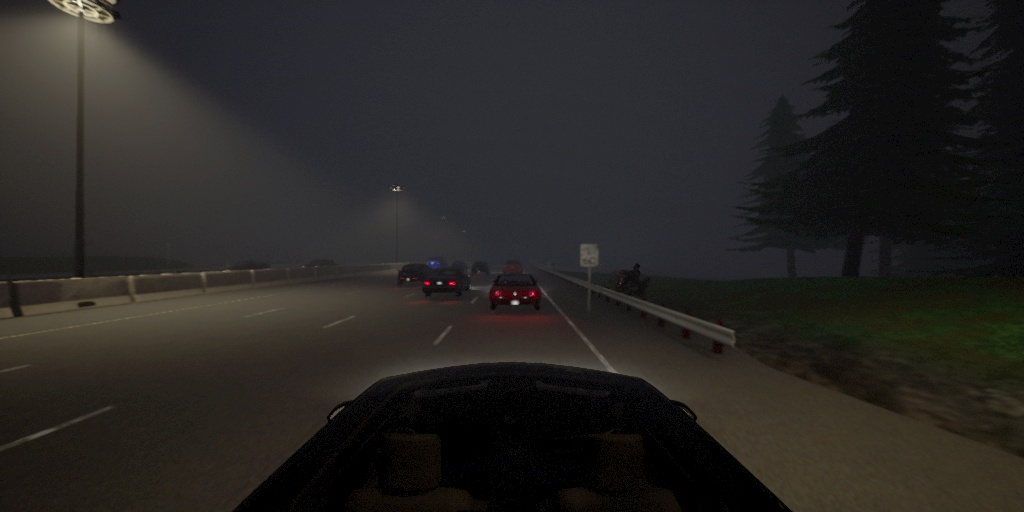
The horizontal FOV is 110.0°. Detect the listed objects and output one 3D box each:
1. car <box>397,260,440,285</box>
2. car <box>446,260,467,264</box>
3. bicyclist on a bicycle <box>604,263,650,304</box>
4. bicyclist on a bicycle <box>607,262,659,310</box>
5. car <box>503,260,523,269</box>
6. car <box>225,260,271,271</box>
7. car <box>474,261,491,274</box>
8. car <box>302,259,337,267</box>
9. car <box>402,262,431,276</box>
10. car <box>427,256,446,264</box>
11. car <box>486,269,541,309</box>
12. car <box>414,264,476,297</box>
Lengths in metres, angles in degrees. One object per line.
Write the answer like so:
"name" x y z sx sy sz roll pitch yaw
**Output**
"car" -6.853 1.284 26.082 1.837 1.490 4.892 0 0 0
"car" -6.846 1.342 46.161 1.812 1.442 4.674 0 0 0
"bicyclist on a bicycle" 4.781 1.023 14.872 0.582 1.620 1.656 34 14 -51
"bicyclist on a bicycle" 5.176 1.287 15.437 1.620 1.656 0.582 -12 -27 0
"car" 0.079 1.175 39.385 2.097 1.767 4.553 0 0 0
"car" -27.973 1.232 38.169 2.128 1.511 4.902 0 0 1
"car" -3.415 1.320 39.673 1.837 1.490 4.892 0 0 0
"car" -20.968 1.114 39.127 2.097 1.767 4.553 0 0 1
"car" -10.423 1.394 39.344 1.895 1.301 4.718 0 0 0
"car" -10.398 1.037 49.524 2.150 2.045 5.566 0 0 0
"car" 0.123 1.370 14.937 1.895 1.301 4.718 0 0 0
"car" -3.369 1.319 19.166 2.033 1.411 5.357 0 0 0
